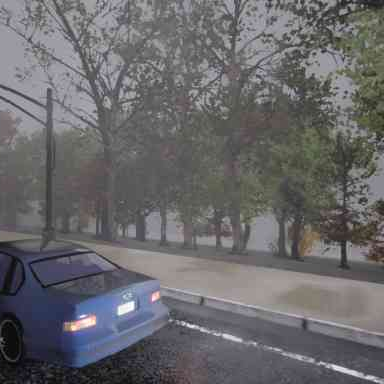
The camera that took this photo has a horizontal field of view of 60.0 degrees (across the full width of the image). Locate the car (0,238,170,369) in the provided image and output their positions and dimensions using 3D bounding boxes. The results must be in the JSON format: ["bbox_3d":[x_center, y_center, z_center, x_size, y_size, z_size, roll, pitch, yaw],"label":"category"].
[{"bbox_3d":[-2.895,1.546,5.754,5.357,1.411,2.033,0,0,36],"label":"car"}]
